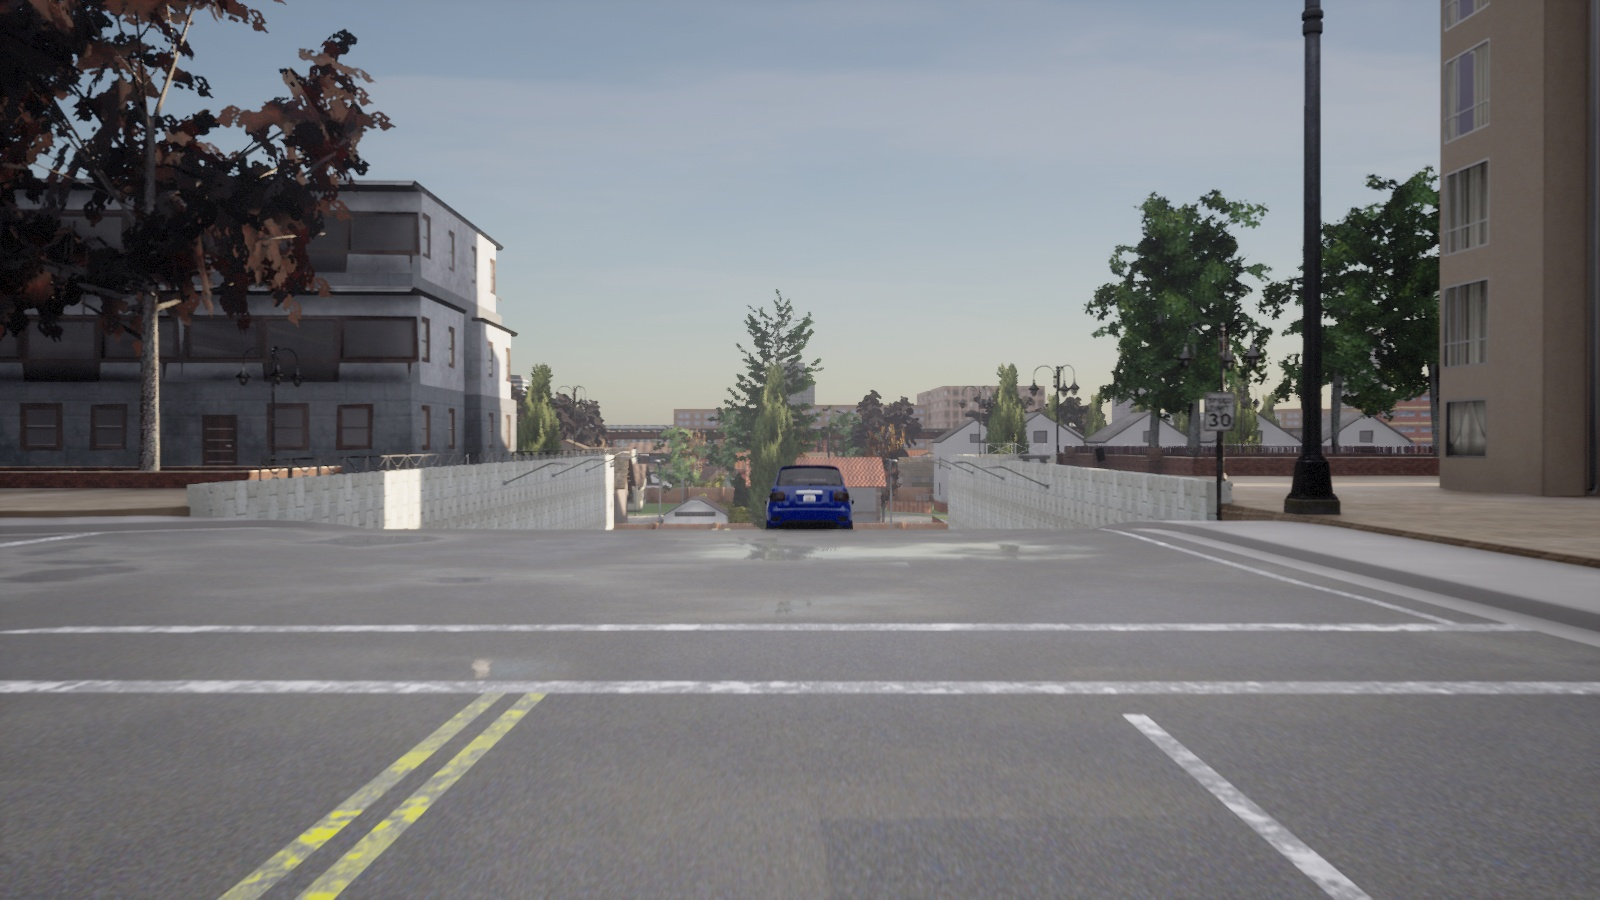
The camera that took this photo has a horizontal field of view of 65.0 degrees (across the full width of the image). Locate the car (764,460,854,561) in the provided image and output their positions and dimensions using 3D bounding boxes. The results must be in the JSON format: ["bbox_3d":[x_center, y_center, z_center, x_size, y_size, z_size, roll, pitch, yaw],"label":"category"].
[{"bbox_3d":[0.240,1.698,32.983,2.150,2.045,5.566,0,-9,0],"label":"car"}]
